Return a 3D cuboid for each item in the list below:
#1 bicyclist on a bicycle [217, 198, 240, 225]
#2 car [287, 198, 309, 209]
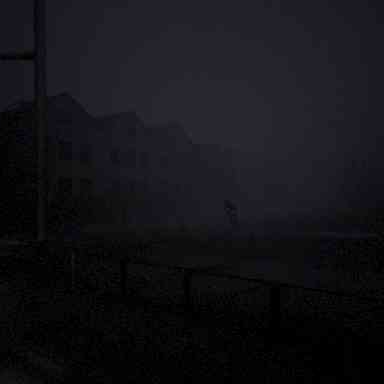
[{"bbox_3d":[2.214,1.218,20.464,1.656,1.620,0.582,-1,-1,35],"label":"bicyclist on a bicycle"},{"bbox_3d":[14.181,1.511,44.355,2.033,1.411,5.357,-1,0,32],"label":"car"}]
